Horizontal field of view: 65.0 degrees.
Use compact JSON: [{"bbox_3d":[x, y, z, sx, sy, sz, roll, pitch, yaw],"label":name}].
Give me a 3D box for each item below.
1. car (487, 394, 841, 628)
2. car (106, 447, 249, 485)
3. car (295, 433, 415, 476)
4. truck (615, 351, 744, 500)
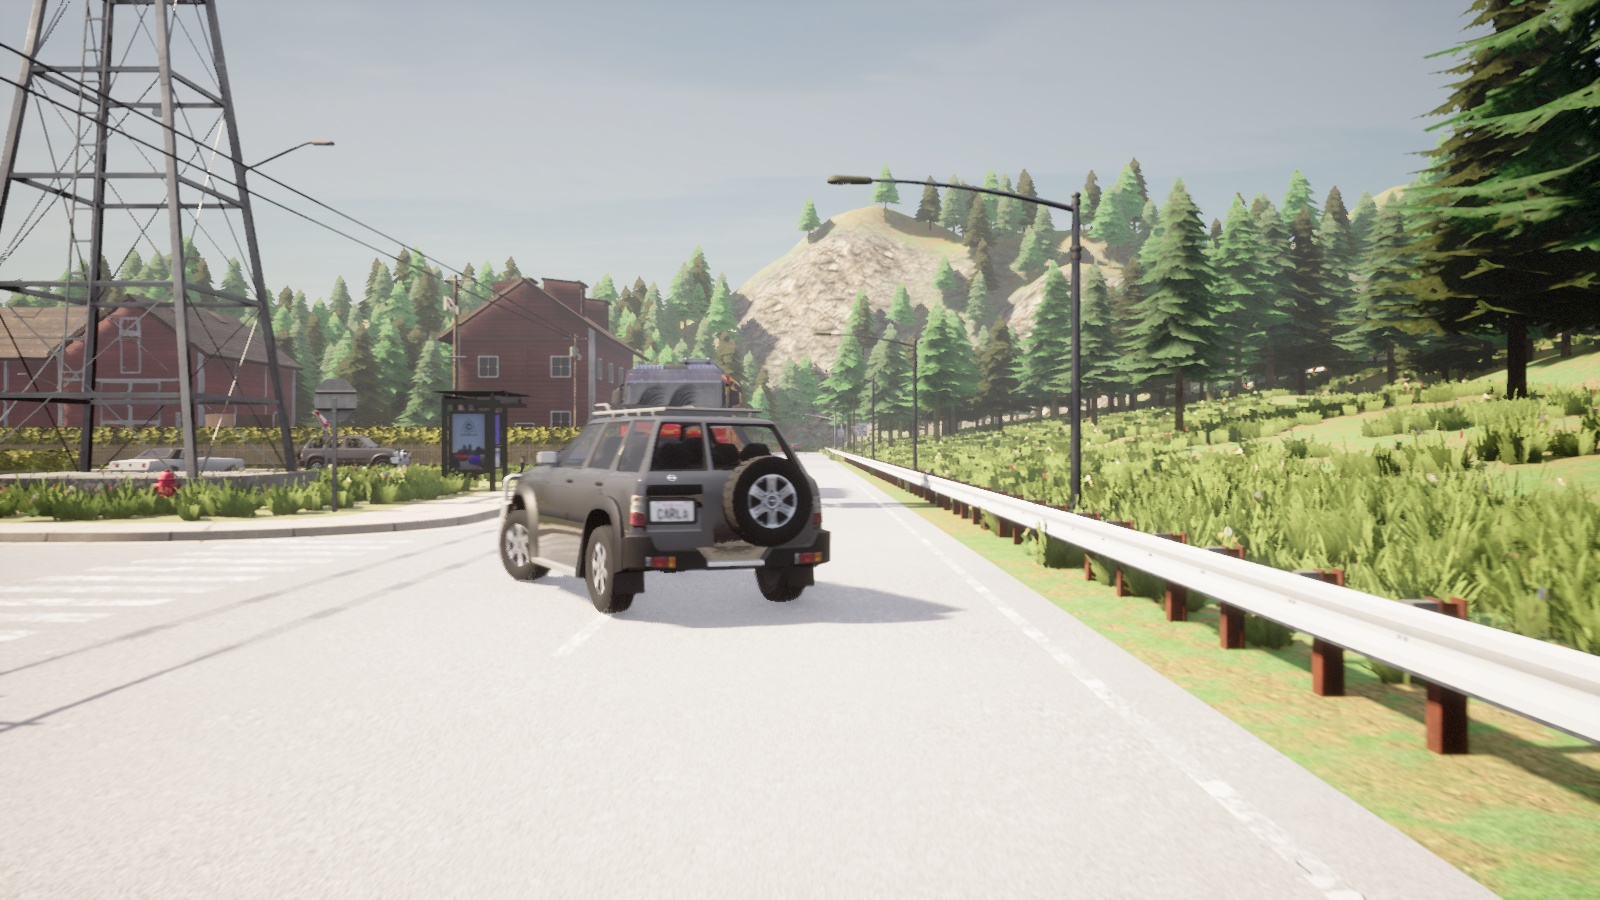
[{"bbox_3d":[-1.579,0.481,12.460,1.932,1.855,4.605,1,0,-27],"label":"car"},{"bbox_3d":[-22.690,0.532,45.990,1.895,1.301,4.718,0,0,18],"label":"car"},{"bbox_3d":[-19.531,0.191,55.218,4.605,1.855,1.932,0,0,0],"label":"car"},{"bbox_3d":[-3.277,-0.656,36.464,2.891,3.827,8.468,0,0,0],"label":"truck"}]
